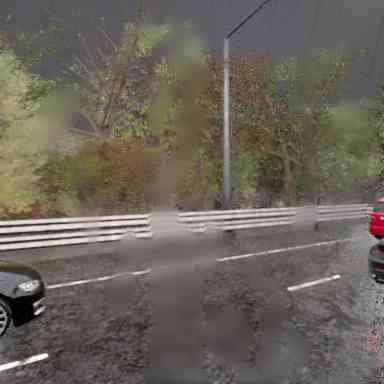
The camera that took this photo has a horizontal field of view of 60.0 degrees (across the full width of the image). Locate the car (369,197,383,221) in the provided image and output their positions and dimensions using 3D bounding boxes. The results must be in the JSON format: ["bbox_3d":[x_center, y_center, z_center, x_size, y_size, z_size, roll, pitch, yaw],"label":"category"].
[{"bbox_3d":[10.492,1.041,15.587,5.566,2.045,2.150,-8,2,-36],"label":"car"}]

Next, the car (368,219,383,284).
[{"bbox_3d":[6.243,1.486,8.227,4.892,1.490,1.837,0,0,-36],"label":"car"}]

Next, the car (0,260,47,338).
[{"bbox_3d":[-4.730,1.522,4.679,4.902,1.511,2.128,0,0,-36],"label":"car"}]
